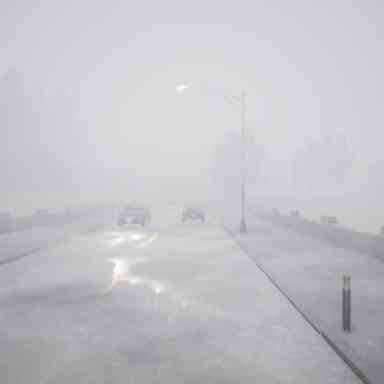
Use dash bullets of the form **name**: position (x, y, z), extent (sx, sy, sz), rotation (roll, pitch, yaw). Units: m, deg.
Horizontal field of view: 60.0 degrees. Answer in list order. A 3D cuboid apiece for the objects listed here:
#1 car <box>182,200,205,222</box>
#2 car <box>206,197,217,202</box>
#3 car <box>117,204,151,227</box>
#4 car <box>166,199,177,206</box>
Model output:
- **car**: position (0.108, 1.710, 28.493), extent (1.812, 1.442, 4.674), rotation (0, 0, 0)
- **car**: position (6.304, 2.056, 92.920), extent (5.357, 1.415, 2.033), rotation (0, 0, -40)
- **car**: position (-4.086, 1.648, 24.087), extent (2.128, 1.511, 4.902), rotation (0, 0, 0)
- **car**: position (-4.010, 1.974, 65.571), extent (1.994, 1.385, 4.181), rotation (0, 0, 0)
